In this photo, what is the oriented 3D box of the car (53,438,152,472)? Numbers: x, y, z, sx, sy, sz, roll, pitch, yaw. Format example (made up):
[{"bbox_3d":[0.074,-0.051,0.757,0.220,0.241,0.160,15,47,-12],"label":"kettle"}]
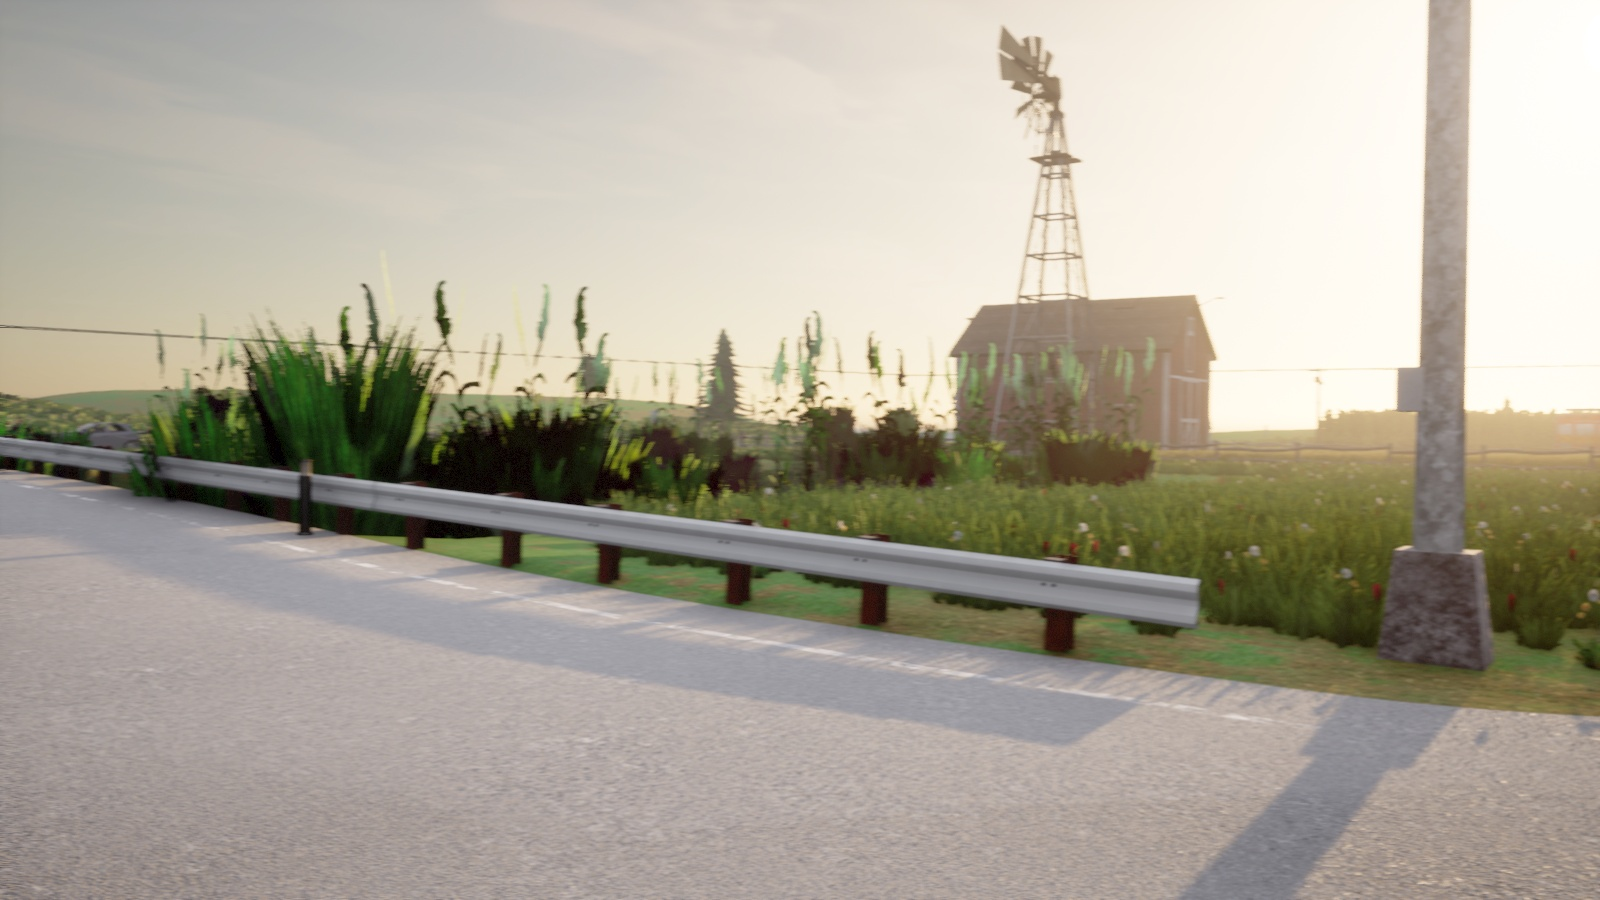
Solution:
[{"bbox_3d":[-32.746,0.220,59.043,1.845,1.501,3.633,0,1,41],"label":"car"}]
